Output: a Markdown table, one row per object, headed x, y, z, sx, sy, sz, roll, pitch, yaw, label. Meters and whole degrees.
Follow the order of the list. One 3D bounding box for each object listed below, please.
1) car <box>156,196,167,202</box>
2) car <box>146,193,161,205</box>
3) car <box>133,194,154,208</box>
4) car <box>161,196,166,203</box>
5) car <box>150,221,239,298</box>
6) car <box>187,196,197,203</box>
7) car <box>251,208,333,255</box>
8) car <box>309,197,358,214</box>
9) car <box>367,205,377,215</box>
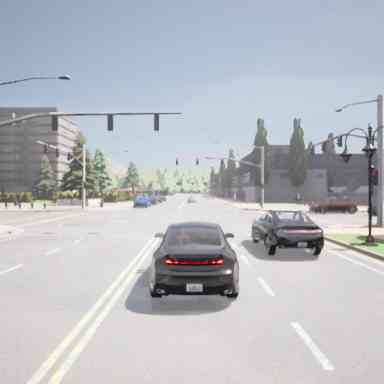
| x | y | z | sx | sy | sz | roll | pitch | yaw | label |
| --- | --- | --- | --- | --- | --- | --- | --- | --- | --- |
| -6.992 | 1.527 | 76.898 | 1.994 | 1.385 | 4.181 | 0 | 0 | 0 | car |
| -7.077 | 1.458 | 57.465 | 1.882 | 1.535 | 5.008 | 0 | 0 | 0 | car |
| -7.127 | 1.461 | 47.872 | 1.882 | 1.535 | 5.008 | 0 | 0 | 1 | car |
| -7.009 | 1.469 | 67.168 | 2.128 | 1.511 | 4.902 | 0 | 0 | 0 | car |
| 0.063 | 1.502 | 8.503 | 1.837 | 1.490 | 4.892 | 0 | 0 | 0 | car |
| 0.120 | 1.502 | 68.542 | 1.812 | 1.442 | 4.674 | 0 | 0 | 0 | car |
| 3.585 | 1.487 | 13.182 | 2.128 | 1.511 | 4.902 | 0 | 0 | 0 | car |
| 14.651 | 1.340 | 34.712 | 4.553 | 1.767 | 2.097 | 0 | 0 | -1 | car |
| 19.090 | 1.494 | 31.261 | 4.892 | 1.490 | 1.837 | 0 | 0 | -1 | car |
